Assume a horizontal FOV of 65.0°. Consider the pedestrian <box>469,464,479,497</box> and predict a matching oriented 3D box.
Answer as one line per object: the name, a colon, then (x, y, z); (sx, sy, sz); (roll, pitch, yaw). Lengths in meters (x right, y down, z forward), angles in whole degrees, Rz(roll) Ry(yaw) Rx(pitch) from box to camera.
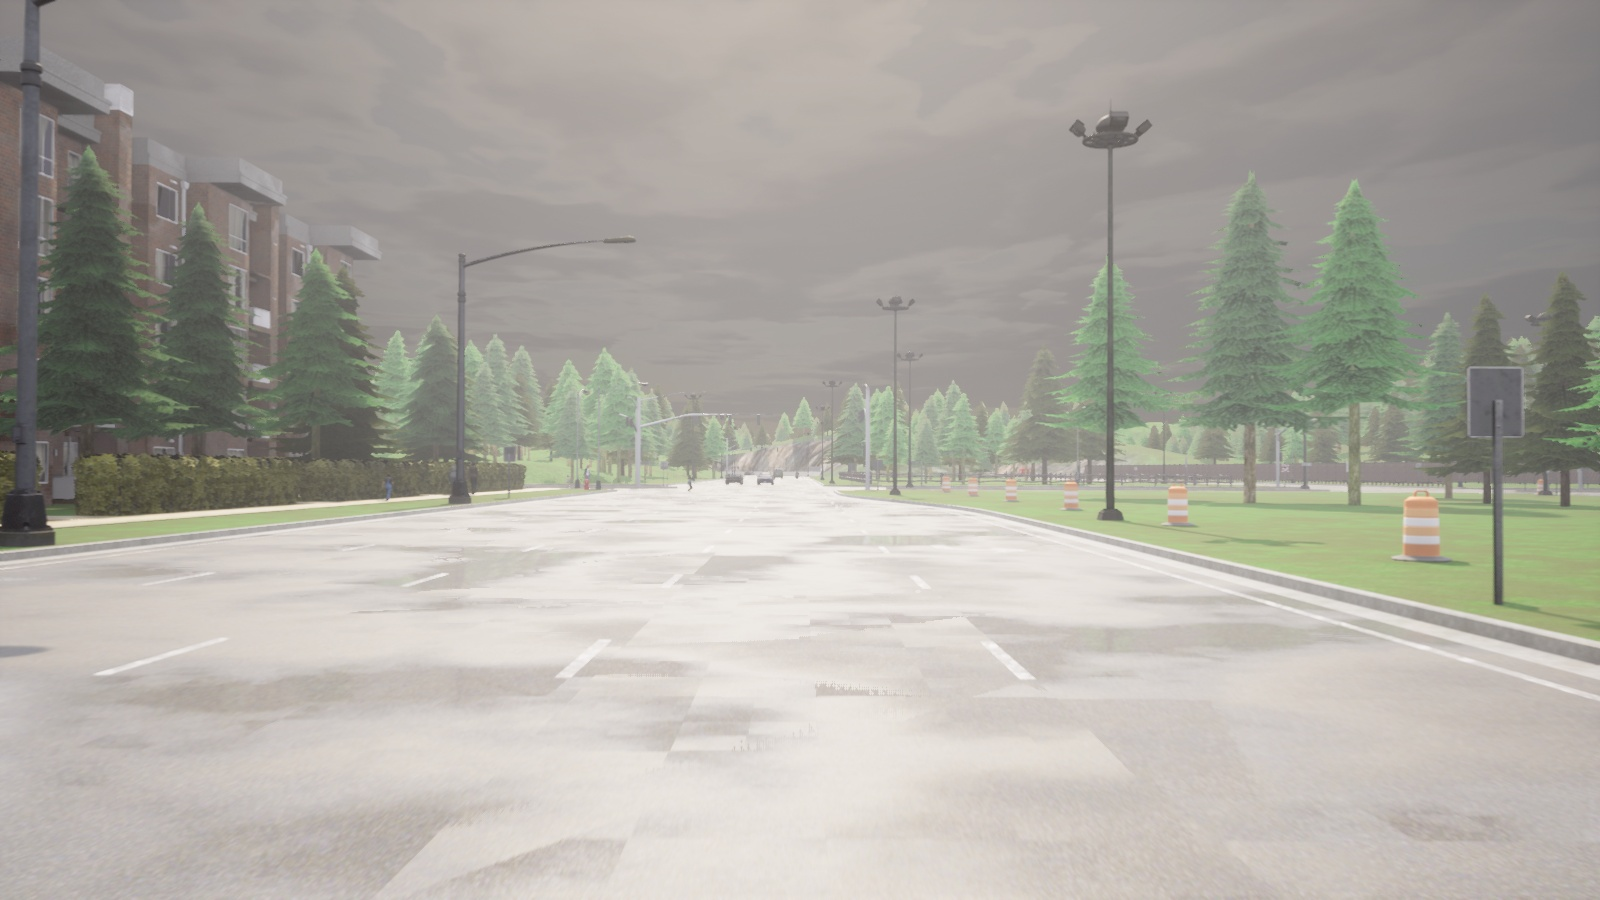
pedestrian: (-18.160, 1.688, 70.007); (0.328, 1.805, 0.869); (0, -1, 0)
